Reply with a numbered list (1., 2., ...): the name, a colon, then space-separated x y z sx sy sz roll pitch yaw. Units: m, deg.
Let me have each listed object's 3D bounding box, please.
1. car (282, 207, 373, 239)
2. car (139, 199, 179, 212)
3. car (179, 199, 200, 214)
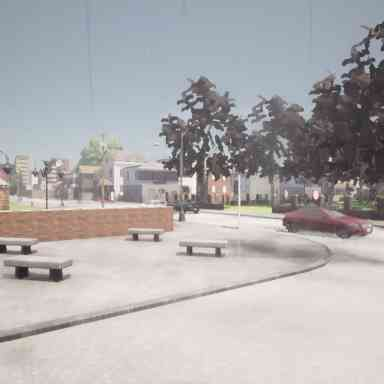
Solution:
1. car: 6.909 1.526 17.469 1.812 1.442 4.674 0 0 -37
2. car: -3.498 1.526 31.885 1.812 1.442 4.674 0 0 -36
3. car: -1.065 1.505 35.651 1.837 1.490 4.892 0 0 -36
